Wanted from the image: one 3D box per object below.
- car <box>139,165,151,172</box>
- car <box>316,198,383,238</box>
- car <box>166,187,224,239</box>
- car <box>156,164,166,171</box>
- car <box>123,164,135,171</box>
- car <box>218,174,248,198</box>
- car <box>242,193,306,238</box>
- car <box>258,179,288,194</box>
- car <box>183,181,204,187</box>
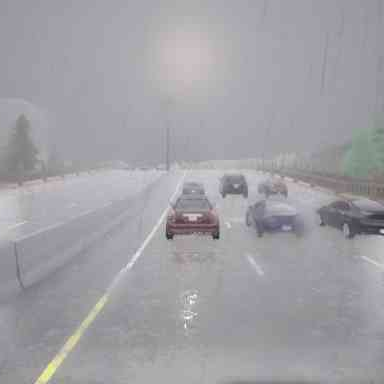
[{"bbox_3d":[-10.136,-5.235,72.080,2.033,1.411,5.357,0,7,0],"label":"car"},{"bbox_3d":[7.041,1.027,14.568,1.837,1.490,4.892,0,4,0],"label":"car"},{"bbox_3d":[0.041,0.877,14.567,2.097,1.767,4.553,0,4,0],"label":"car"},{"bbox_3d":[-6.636,-5.251,72.058,1.812,1.442,4.674,0,7,0],"label":"car"},{"bbox_3d":[-13.636,-5.275,72.095,1.837,1.490,4.892,0,7,0],"label":"car"},{"bbox_3d":[3.625,-0.640,29.582,2.150,2.045,5.566,0,7,0],"label":"car"},{"bbox_3d":[3.541,1.044,14.586,1.812,1.442,4.674,0,4,0],"label":"car"},{"bbox_3d":[7.125,-0.400,29.554,2.128,1.511,4.902,0,7,0],"label":"car"},{"bbox_3d":[0.124,-0.309,29.463,1.994,1.385,4.181,0,6,0],"label":"car"}]
